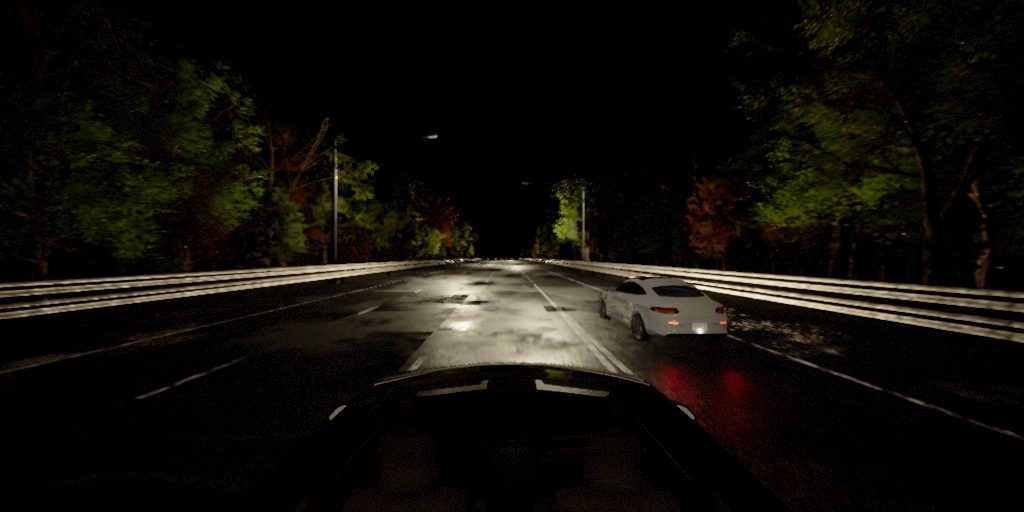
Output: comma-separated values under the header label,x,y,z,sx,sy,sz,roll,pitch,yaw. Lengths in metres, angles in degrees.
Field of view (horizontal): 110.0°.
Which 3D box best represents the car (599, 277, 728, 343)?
label,x,y,z,sx,sy,sz,roll,pitch,yaw
car,3.753,1.278,9.605,1.812,1.442,4.674,0,0,-2
